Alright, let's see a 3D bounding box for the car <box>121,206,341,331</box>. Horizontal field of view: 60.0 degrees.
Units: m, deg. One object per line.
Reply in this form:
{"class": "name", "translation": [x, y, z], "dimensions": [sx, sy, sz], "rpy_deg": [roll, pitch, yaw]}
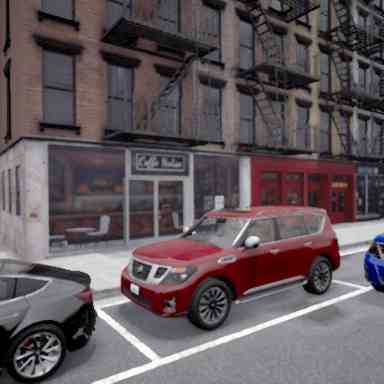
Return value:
{"class": "car", "translation": [1.092, 1.269, 6.986], "dimensions": [5.009, 1.841, 2.192], "rpy_deg": [-1, 0, -36]}

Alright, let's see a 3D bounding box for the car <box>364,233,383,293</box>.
{"class": "car", "translation": [6.155, 1.134, 7.479], "dimensions": [5.566, 2.045, 2.150], "rpy_deg": [-1, 0, -36]}

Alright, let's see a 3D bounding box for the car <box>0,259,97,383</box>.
{"class": "car", "translation": [-3.301, 1.571, 3.841], "dimensions": [4.313, 1.339, 1.947], "rpy_deg": [-1, 0, -36]}
